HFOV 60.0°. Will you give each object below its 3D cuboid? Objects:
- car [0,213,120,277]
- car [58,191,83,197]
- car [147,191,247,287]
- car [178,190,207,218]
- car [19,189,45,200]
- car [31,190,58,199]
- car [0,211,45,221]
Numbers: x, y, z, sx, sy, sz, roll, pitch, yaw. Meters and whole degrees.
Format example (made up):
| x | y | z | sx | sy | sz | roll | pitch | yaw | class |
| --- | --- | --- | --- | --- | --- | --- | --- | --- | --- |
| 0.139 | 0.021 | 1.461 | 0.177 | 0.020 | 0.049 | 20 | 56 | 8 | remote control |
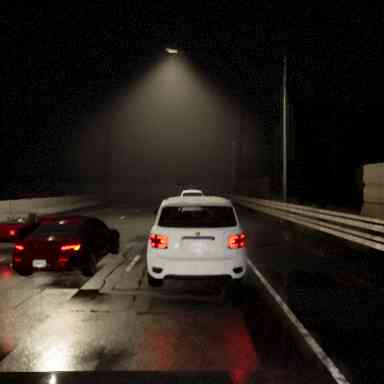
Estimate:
| x | y | z | sx | sy | sz | roll | pitch | yaw | class |
| --- | --- | --- | --- | --- | --- | --- | --- | --- | --- |
| -3.415 | 1.410 | 9.766 | 1.812 | 1.442 | 4.674 | 0 | 1 | 0 | car |
| -17.813 | 0.692 | 49.894 | 2.097 | 1.767 | 4.553 | 0 | 1 | 0 | car |
| 0.093 | 1.113 | 9.138 | 2.150 | 2.045 | 5.566 | 0 | 1 | 0 | car |
| 0.013 | 0.885 | 27.761 | 2.150 | 2.045 | 5.566 | 0 | 1 | 0 | car |
| -24.811 | 0.530 | 52.231 | 2.150 | 2.045 | 5.566 | 0 | 0 | 0 | car |
| -21.311 | 0.827 | 49.286 | 1.882 | 1.535 | 5.008 | 0 | 1 | 0 | car |
| -6.924 | 1.435 | 13.970 | 1.895 | 1.301 | 4.718 | 0 | 1 | 0 | car |
